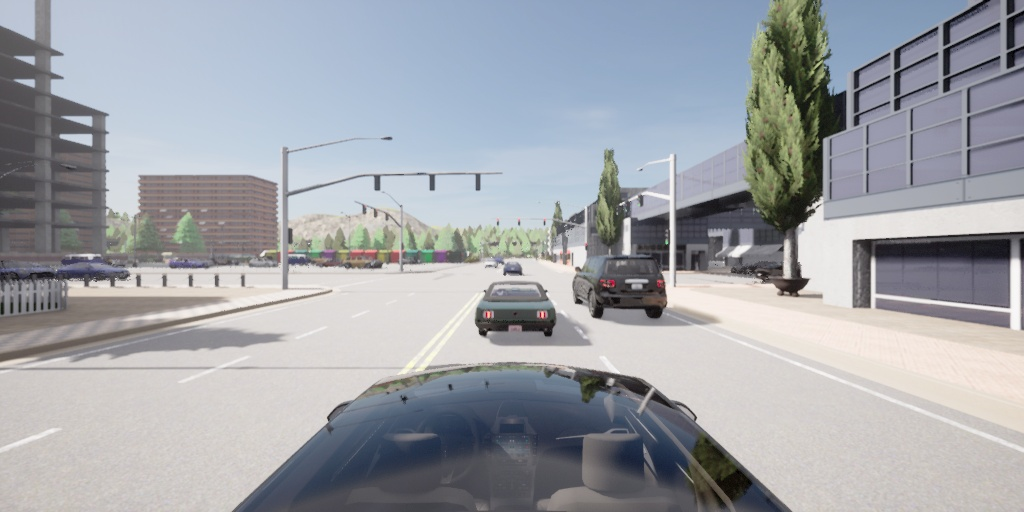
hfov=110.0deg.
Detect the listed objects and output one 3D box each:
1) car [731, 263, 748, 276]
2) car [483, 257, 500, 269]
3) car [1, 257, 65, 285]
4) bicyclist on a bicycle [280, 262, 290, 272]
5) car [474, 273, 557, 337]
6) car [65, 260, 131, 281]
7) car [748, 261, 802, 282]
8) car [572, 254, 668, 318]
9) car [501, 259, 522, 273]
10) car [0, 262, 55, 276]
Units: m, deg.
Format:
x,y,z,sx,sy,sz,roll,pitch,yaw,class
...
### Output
x,y,z,sx,sy,sz,roll,pitch,yaw,class
25.080,1.231,36.611,4.892,1.490,1.837,0,0,1,car
-3.324,1.240,56.049,1.812,1.442,4.674,0,0,2,car
-35.470,1.087,25.452,4.553,1.767,2.097,0,0,0,car
-25.265,1.028,39.908,0.582,1.620,1.656,0,0,0,bicyclist on a bicycle
0.103,1.345,10.273,1.895,1.301,4.718,0,0,1,car
-33.766,1.259,28.959,4.674,1.442,1.812,0,0,0,car
20.484,1.211,26.041,5.008,1.535,1.882,0,0,1,car
3.623,0.965,12.998,2.150,2.045,5.566,0,0,1,car
0.092,1.289,38.975,1.994,1.385,4.181,0,0,0,car
-50.001,1.276,36.129,5.357,1.411,2.033,0,0,1,car
